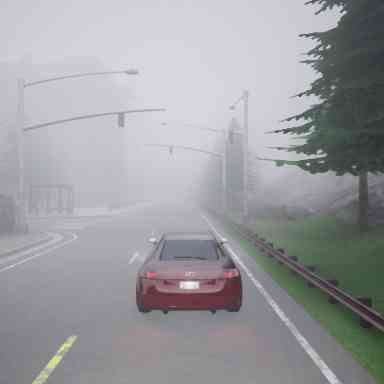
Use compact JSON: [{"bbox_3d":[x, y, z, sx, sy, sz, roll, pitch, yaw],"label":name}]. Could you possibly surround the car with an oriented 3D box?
[{"bbox_3d":[-0.077,1.564,7.696,1.994,1.385,4.181,0,0,-1],"label":"car"}]
